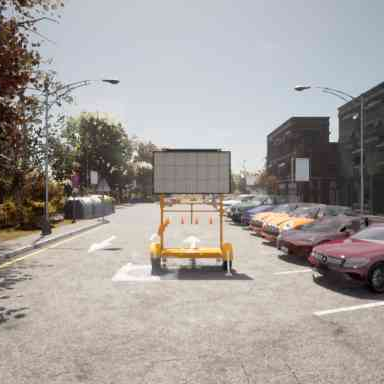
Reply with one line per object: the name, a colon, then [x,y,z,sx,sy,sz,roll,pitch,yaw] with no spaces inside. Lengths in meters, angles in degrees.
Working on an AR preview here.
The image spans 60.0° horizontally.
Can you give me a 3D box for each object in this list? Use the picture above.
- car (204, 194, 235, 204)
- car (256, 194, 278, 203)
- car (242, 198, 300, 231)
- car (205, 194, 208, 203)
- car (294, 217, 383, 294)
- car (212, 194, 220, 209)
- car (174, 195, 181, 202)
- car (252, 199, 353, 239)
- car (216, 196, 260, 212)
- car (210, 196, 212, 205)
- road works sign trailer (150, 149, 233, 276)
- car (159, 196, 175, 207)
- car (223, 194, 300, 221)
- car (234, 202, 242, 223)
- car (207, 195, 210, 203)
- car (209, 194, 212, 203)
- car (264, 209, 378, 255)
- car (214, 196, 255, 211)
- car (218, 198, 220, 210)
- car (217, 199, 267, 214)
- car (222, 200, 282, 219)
car: [5.375,1.391,65.719,5.566,2.045,2.435,1,0,-20]
car: [18.333,1.462,81.718,2.435,2.045,5.566,0,0,-21]
car: [5.339,1.369,17.654,4.553,1.767,2.185,1,0,-20]
car: [5.190,1.612,59.625,5.366,1.575,1.946,1,0,-20]
car: [5.299,1.527,8.641,4.674,1.452,2.002,1,0,-20]
car: [5.317,1.270,32.646,5.566,2.045,2.435,1,0,-20]
car: [-3.841,1.567,78.469,2.097,1.767,4.553,0,0,5]
car: [5.334,1.366,14.653,4.553,1.767,2.185,1,0,-20]
car: [5.322,1.413,38.660,4.553,1.767,2.185,1,0,-20]
car: [5.365,1.600,44.669,4.674,1.452,2.002,1,0,-20]
road works sign trailer: [-0.011,0.467,10.358,2.380,3.560,2.880,0,0,0]
car: [-4.140,1.629,52.162,1.812,1.442,4.674,0,0,0]
car: [5.308,1.251,23.629,5.566,2.045,2.435,1,0,-20]
car: [5.308,1.538,20.651,4.674,1.452,2.002,1,0,-20]
car: [5.362,1.583,50.681,5.008,1.535,2.097,1,-1,-20]
car: [5.401,1.446,47.678,4.553,1.767,2.185,1,0,-20]
car: [5.271,1.518,11.633,4.792,1.488,2.163,1,0,-20]
car: [5.328,1.423,41.661,4.553,1.767,2.185,1,0,-20]
car: [5.151,1.503,26.586,5.366,1.575,1.946,1,0,-20]
car: [5.321,1.560,35.645,4.792,1.488,2.163,1,0,-20]
car: [5.304,1.544,29.644,4.792,1.488,2.163,1,0,-20]
